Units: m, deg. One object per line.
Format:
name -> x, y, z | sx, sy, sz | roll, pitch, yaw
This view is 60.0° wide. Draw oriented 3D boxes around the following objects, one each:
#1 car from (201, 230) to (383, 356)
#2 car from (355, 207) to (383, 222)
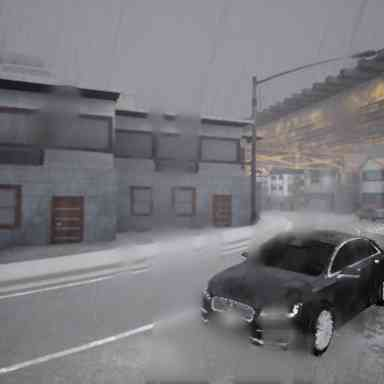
car -> 2.255, 1.540, 6.305 | 4.892, 1.490, 1.837 | 1, -1, -44
car -> 18.834, 2.307, 34.443 | 2.033, 1.411, 5.357 | 1, -2, 4
